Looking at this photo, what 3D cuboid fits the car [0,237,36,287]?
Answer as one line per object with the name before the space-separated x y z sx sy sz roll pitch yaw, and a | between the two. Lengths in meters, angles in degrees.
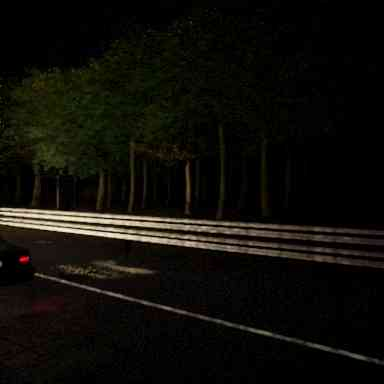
car | -6.045 1.539 8.228 5.357 1.411 2.033 0 0 35
